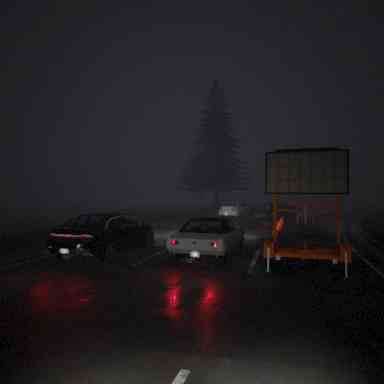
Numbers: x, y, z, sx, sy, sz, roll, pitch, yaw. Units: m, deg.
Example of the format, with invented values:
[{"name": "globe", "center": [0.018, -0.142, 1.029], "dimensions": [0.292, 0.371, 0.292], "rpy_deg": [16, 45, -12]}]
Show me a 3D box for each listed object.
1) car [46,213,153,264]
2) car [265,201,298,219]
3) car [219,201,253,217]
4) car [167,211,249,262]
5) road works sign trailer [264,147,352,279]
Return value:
[{"name": "car", "center": [-2.996, 1.491, 11.957], "dimensions": [2.128, 1.511, 4.902], "rpy_deg": [0, 0, 17]}, {"name": "car", "center": [7.765, 1.491, 28.699], "dimensions": [2.128, 1.511, 4.902], "rpy_deg": [0, 0, 29]}, {"name": "car", "center": [3.810, 1.525, 28.781], "dimensions": [1.812, 1.442, 4.674], "rpy_deg": [0, 0, 27]}, {"name": "car", "center": [0.742, 1.600, 12.256], "dimensions": [1.895, 1.301, 4.718], "rpy_deg": [0, 0, 17]}, {"name": "road works sign trailer", "center": [3.517, 0.464, 10.287], "dimensions": [2.380, 3.560, 2.880], "rpy_deg": [0, 0, 19]}]
